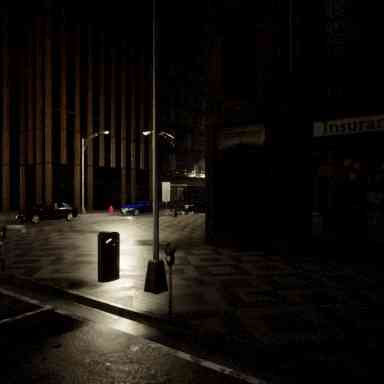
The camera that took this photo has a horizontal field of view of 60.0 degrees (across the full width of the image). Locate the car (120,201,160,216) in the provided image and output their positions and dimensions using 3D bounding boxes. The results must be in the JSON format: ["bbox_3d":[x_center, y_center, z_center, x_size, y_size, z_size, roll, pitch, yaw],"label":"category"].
[{"bbox_3d":[-5.251,1.626,34.184,1.812,1.442,4.674,0,0,36],"label":"car"}]

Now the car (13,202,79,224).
[{"bbox_3d":[-11.184,1.568,25.791,1.837,1.490,4.892,0,0,35],"label":"car"}]

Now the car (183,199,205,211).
[{"bbox_3d":[0.764,1.628,42.663,2.128,1.511,4.902,0,0,35],"label":"car"}]
